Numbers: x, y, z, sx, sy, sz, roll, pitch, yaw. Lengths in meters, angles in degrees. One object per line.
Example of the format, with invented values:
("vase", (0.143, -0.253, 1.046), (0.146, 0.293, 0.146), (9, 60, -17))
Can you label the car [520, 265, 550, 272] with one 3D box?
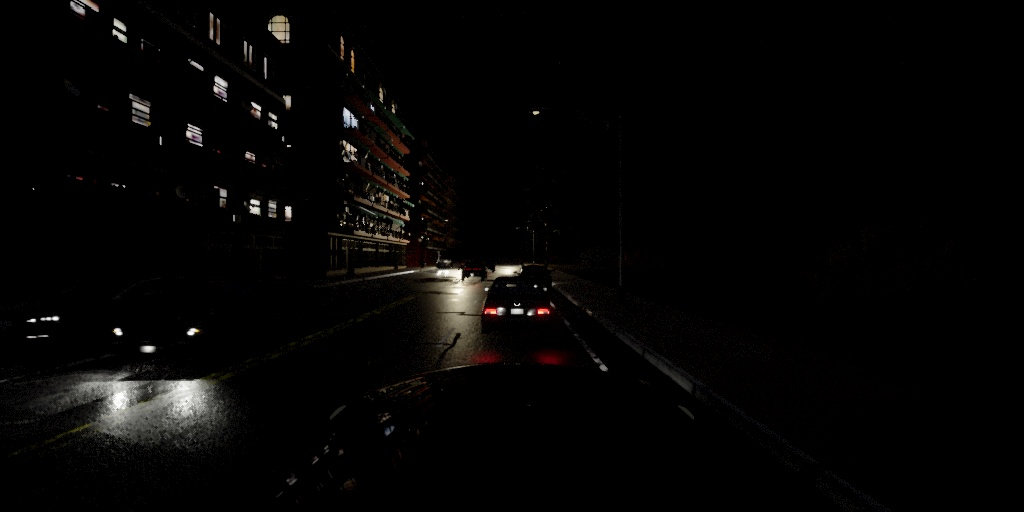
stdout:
("car", (1.169, 1.257, 20.296), (1.837, 1.490, 4.892), (0, 0, 0))

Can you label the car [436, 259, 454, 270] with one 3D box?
("car", (-9.754, 1.242, 52.546), (2.128, 1.511, 4.902), (0, 0, 0))

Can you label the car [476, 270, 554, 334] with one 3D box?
("car", (0.116, 1.299, 10.608), (2.033, 1.411, 5.357), (0, 0, 0))

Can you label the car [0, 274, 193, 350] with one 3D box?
("car", (-9.838, 1.242, 9.181), (2.128, 1.511, 4.902), (0, 0, 0))

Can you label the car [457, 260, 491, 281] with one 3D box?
("car", (-3.100, 1.252, 30.190), (1.837, 1.490, 4.892), (0, -2, 0))

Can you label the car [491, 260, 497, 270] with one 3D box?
("car", (-3.073, 1.256, 45.259), (1.837, 1.490, 4.892), (0, 0, 0))

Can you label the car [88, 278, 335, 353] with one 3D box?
("car", (-6.588, 1.298, 9.153), (2.033, 1.411, 5.357), (0, 0, 0))
